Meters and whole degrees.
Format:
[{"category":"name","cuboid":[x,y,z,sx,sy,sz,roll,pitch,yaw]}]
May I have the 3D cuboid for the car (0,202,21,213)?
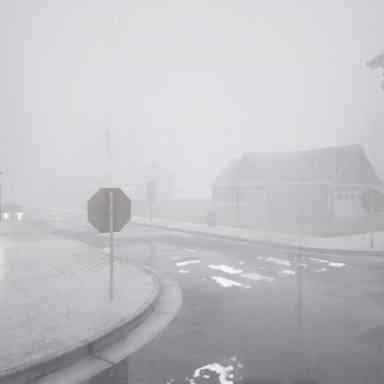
[{"category":"car","cuboid":[-23.633,1.942,43.326,1.895,1.301,4.718,0,0,-36]}]
